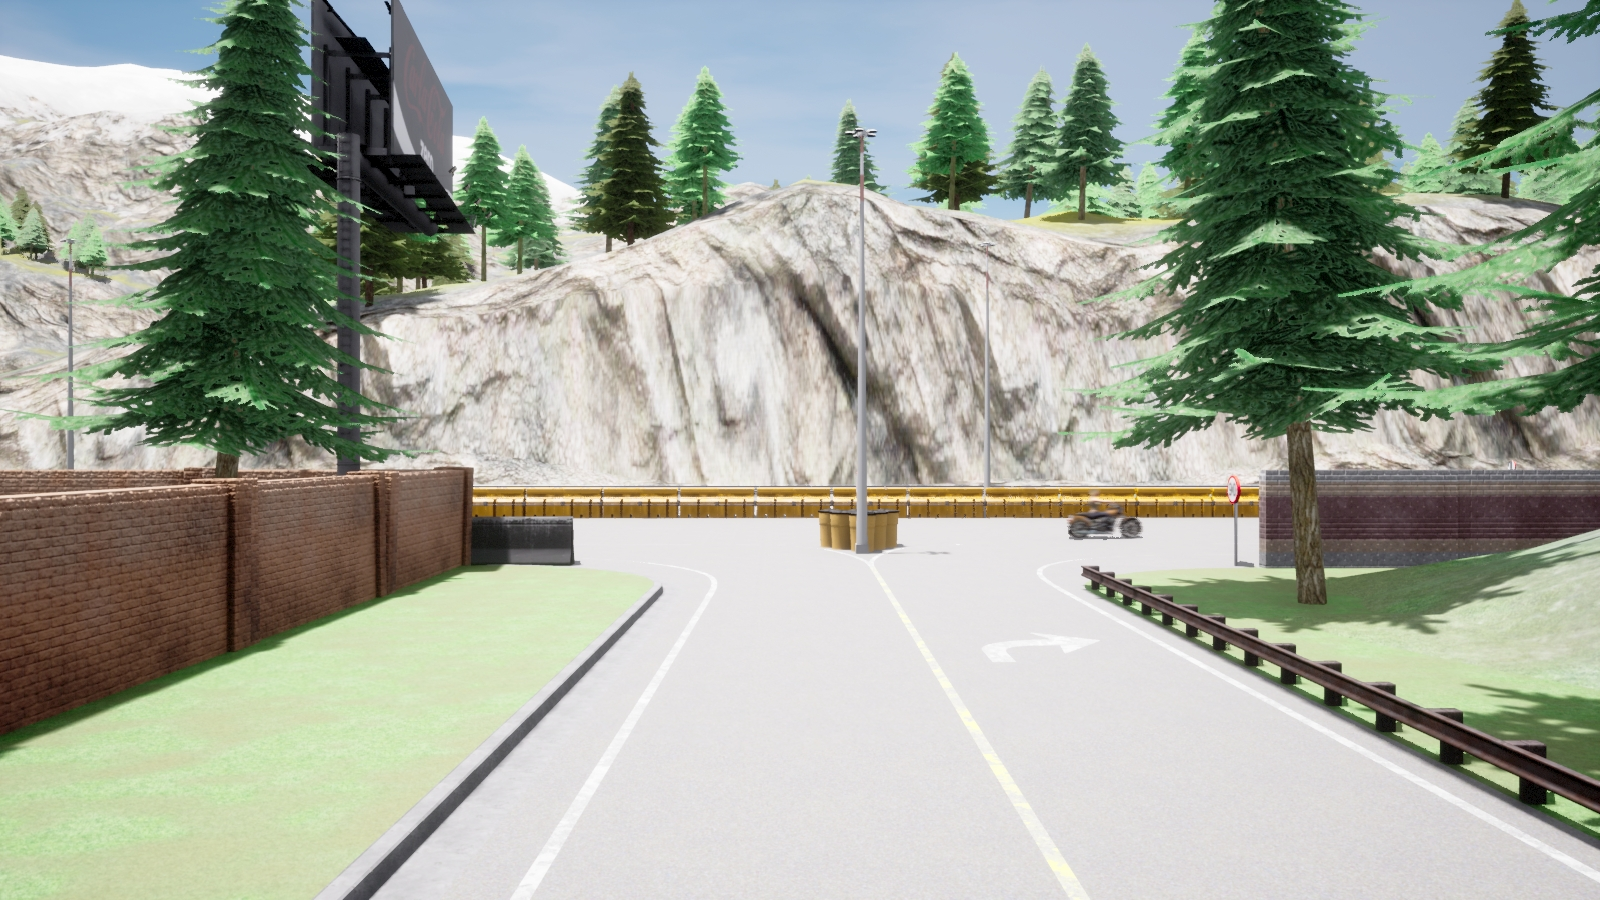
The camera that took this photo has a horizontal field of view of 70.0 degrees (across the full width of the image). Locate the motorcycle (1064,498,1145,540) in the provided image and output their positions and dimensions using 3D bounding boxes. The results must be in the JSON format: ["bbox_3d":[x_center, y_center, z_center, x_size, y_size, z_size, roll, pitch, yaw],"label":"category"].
[{"bbox_3d":[9.662,2.192,36.260,2.356,1.277,0.764,0,0,-1],"label":"motorcycle"}]
